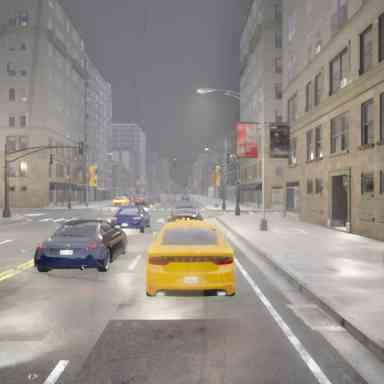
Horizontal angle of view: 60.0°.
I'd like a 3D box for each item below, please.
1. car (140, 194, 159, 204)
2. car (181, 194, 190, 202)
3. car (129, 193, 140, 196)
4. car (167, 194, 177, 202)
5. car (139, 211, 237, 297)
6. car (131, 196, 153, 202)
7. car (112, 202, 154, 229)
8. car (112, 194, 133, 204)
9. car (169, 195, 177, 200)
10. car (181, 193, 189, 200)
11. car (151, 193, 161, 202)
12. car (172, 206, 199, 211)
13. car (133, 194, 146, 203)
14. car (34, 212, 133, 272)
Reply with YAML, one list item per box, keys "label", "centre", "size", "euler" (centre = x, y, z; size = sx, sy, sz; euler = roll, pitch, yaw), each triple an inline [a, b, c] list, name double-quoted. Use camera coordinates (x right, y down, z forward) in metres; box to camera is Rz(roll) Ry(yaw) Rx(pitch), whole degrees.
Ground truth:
- label: "car"
  centre: [-7.803, 1.575, 60.792]
  size: [2.033, 1.411, 5.357]
  euler: [0, 0, -1]
- label: "car"
  centre: [-1.660, 1.382, 80.683]
  size: [2.097, 1.767, 4.553]
  euler: [0, 0, -1]
- label: "car"
  centre: [-11.062, 1.249, 61.123]
  size: [2.150, 2.045, 5.566]
  euler: [0, 0, -1]
- label: "car"
  centre: [-4.909, 1.382, 80.615]
  size: [2.097, 1.767, 4.553]
  euler: [0, 0, -1]
- label: "car"
  centre: [-0.052, 1.480, 8.641]
  size: [1.882, 1.535, 5.008]
  euler: [0, 0, -1]
- label: "car"
  centre: [-7.635, 1.624, 51.149]
  size: [1.895, 1.301, 4.718]
  euler: [0, 0, -1]
- label: "car"
  centre: [-3.531, 1.532, 19.522]
  size: [1.812, 1.442, 4.674]
  euler: [0, 0, -1]
- label: "car"
  centre: [-10.888, 1.501, 51.188]
  size: [1.882, 1.535, 5.008]
  euler: [0, 0, -1]
- label: "car"
  centre: [-5.120, 1.439, 90.646]
  size: [2.033, 1.411, 5.357]
  euler: [0, 0, -1]
- label: "car"
  centre: [-1.870, 1.255, 90.684]
  size: [2.097, 1.767, 4.553]
  euler: [0, 0, -1]
- label: "car"
  centre: [-7.965, 1.255, 71.267]
  size: [2.150, 2.045, 5.566]
  euler: [0, 0, -1]
- label: "car"
  centre: [-0.351, 1.510, 18.122]
  size: [1.837, 1.490, 4.892]
  euler: [0, 0, -1]
- label: "car"
  centre: [-11.212, 1.385, 71.112]
  size: [2.097, 1.767, 4.553]
  euler: [0, 0, -1]
- label: "car"
  centre: [-3.354, 1.567, 10.780]
  size: [1.994, 1.385, 4.181]
  euler: [0, 0, -1]
